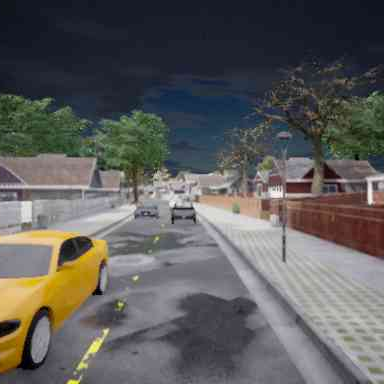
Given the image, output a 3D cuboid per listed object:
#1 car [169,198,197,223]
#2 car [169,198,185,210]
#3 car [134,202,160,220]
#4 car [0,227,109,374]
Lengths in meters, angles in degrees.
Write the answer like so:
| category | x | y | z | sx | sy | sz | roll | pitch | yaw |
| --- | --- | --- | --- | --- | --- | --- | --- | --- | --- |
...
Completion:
| category | x | y | z | sx | sy | sz | roll | pitch | yaw |
| --- | --- | --- | --- | --- | --- | --- | --- | --- | --- |
| car | -0.683 | 1.504 | 25.365 | 2.128 | 1.511 | 4.902 | 0 | 0 | -3 |
| car | -2.042 | 1.554 | 43.384 | 1.812 | 1.442 | 4.674 | 0 | 0 | -5 |
| car | -3.830 | 1.583 | 28.645 | 1.994 | 1.385 | 4.181 | 0 | 0 | -4 |
| car | -2.880 | 1.486 | 5.918 | 1.882 | 1.535 | 5.008 | 0 | 0 | 0 |
